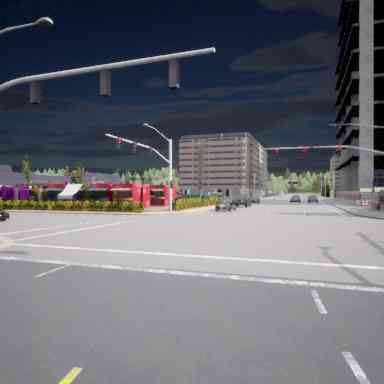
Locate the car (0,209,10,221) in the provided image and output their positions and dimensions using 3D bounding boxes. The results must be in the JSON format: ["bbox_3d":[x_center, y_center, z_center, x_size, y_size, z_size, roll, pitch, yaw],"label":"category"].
[{"bbox_3d":[-16.477,1.619,26.074,4.181,1.385,1.994,0,0,19],"label":"car"}]

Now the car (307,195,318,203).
[{"bbox_3d":[24.729,1.541,67.801,2.033,1.411,5.357,0,0,19],"label":"car"}]

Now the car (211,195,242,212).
[{"bbox_3d":[4.116,1.491,39.756,2.128,1.511,4.902,0,0,19],"label":"car"}]

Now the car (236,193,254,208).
[{"bbox_3d":[7.485,1.221,49.780,2.150,2.045,5.566,0,0,18],"label":"car"}]

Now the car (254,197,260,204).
[{"bbox_3d":[11.523,1.564,61.710,1.994,1.385,4.181,0,0,18],"label":"car"}]

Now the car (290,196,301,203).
[{"bbox_3d":[21.519,1.555,69.236,1.994,1.385,4.181,0,0,19],"label":"car"}]

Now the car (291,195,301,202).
[{"bbox_3d":[24.596,1.540,78.461,2.033,1.411,5.357,0,0,19],"label":"car"}]

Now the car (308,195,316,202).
[{"bbox_3d":[28.018,1.524,77.657,1.812,1.442,4.674,0,0,19],"label":"car"}]
